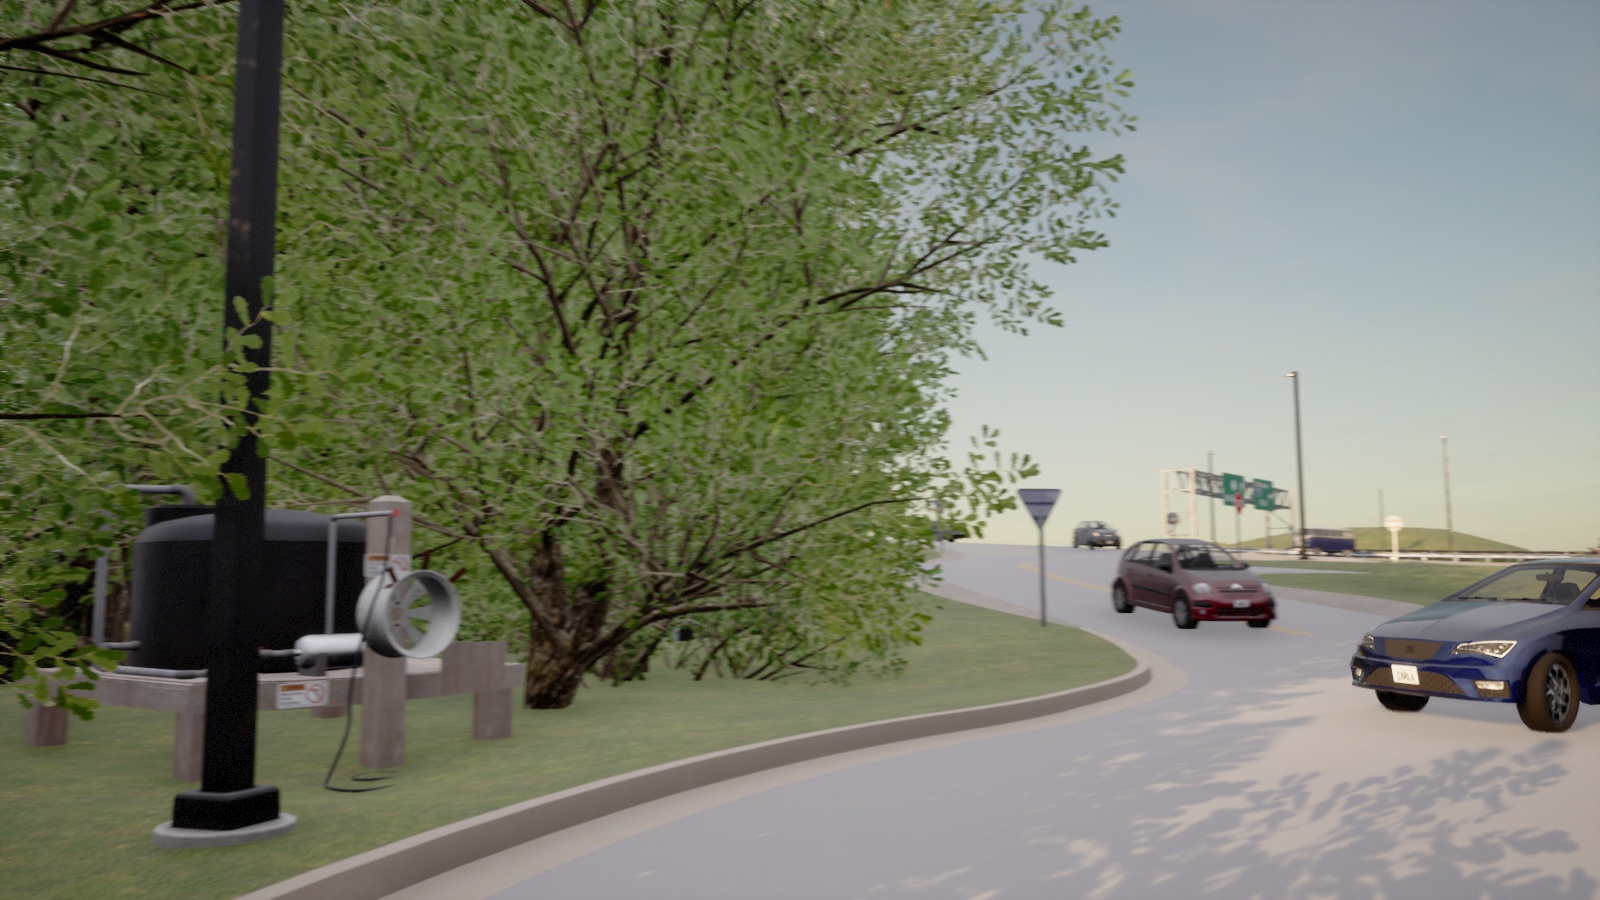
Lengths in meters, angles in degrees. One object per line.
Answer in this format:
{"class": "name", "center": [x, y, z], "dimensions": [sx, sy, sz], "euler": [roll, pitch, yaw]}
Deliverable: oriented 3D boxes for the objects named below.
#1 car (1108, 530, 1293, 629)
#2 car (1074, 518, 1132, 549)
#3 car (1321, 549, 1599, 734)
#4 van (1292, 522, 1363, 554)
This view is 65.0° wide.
{"class": "car", "center": [7.805, 2.486, 24.900], "dimensions": [1.851, 1.617, 3.988], "euler": [0, -1, -10]}
{"class": "car", "center": [15.935, 4.402, 66.292], "dimensions": [1.845, 1.501, 3.633], "euler": [-1, -2, -6]}
{"class": "car", "center": [7.209, 1.683, 11.718], "dimensions": [4.193, 1.474, 1.816], "euler": [2, -6, -21]}
{"class": "van", "center": [35.176, 5.872, 83.772], "dimensions": [4.442, 1.987, 1.775], "euler": [4, -5, -22]}
